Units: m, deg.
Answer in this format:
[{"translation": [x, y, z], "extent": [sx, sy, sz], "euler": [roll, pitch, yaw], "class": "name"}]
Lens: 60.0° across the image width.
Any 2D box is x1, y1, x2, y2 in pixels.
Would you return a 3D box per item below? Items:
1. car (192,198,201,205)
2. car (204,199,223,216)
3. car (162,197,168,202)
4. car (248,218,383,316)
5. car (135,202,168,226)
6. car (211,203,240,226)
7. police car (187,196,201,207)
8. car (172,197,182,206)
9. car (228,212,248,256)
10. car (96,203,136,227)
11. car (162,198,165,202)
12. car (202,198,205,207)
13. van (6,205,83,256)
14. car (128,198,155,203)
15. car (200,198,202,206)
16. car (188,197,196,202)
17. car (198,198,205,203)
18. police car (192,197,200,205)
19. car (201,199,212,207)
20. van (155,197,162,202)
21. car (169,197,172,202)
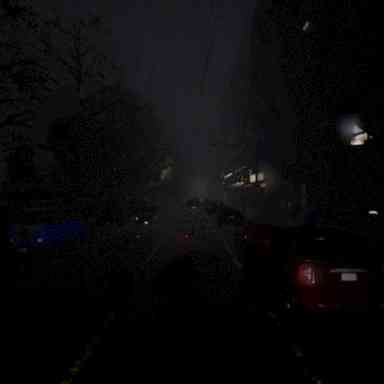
[{"translation": [0.898, 2.013, 70.701], "extent": [1.882, 1.535, 5.008], "euler": [0, 0, 0], "class": "car"}, {"translation": [2.689, 1.695, 35.789], "extent": [1.967, 1.590, 4.097], "euler": [0, 0, 0], "class": "car"}, {"translation": [-5.692, 1.978, 58.309], "extent": [1.887, 1.381, 4.507], "euler": [0, 0, 0], "class": "car"}, {"translation": [2.690, 1.494, 7.639], "extent": [1.967, 1.590, 4.097], "euler": [0, 0, 0], "class": "car"}, {"translation": [-3.102, 1.725, 25.239], "extent": [2.033, 1.411, 5.357], "euler": [0, 0, 0], "class": "car"}, {"translation": [2.689, 1.738, 24.529], "extent": [1.947, 1.339, 4.313], "euler": [0, 0, 0], "class": "car"}, {"translation": [0.442, 1.880, 60.999], "extent": [1.930, 1.638, 5.238], "euler": [0, 0, 12], "class": "police car"}, {"translation": [-3.012, 2.023, 66.407], "extent": [1.812, 1.442, 4.674], "euler": [0, 0, 0], "class": "car"}, {"translation": [2.690, 1.675, 13.268], "extent": [1.802, 1.307, 4.206], "euler": [0, 0, 0], "class": "car"}, {"translation": [-5.691, 1.739, 24.528], "extent": [1.947, 1.339, 4.313], "euler": [0, 0, 0], "class": "car"}, {"translation": [-5.692, 1.970, 52.678], "extent": [1.802, 1.307, 4.206], "euler": [0, 0, 0], "class": "car"}, {"translation": [2.689, 1.869, 47.219], "extent": [1.752, 1.417, 4.829], "euler": [0, 0, 0], "class": "car"}, {"translation": [-5.691, 1.434, 13.269], "extent": [1.690, 1.788, 3.998], "euler": [0, 0, 0], "class": "van"}, {"translation": [-5.691, 1.571, 35.790], "extent": [2.192, 1.841, 5.009], "euler": [0, 0, 0], "class": "car"}, {"translation": [2.688, 1.969, 52.679], "extent": [1.802, 1.307, 4.206], "euler": [0, 0, 0], "class": "car"}, {"translation": [-0.002, 2.098, 94.797], "extent": [2.033, 1.411, 5.357], "euler": [0, -1, 0], "class": "car"}, {"translation": [2.687, 2.264, 92.090], "extent": [1.887, 1.381, 4.507], "euler": [0, -1, 0], "class": "car"}, {"translation": [0.898, 2.011, 76.811], "extent": [1.930, 1.638, 5.238], "euler": [0, 0, 0], "class": "police car"}, {"translation": [2.688, 2.045, 63.941], "extent": [1.947, 1.339, 4.313], "euler": [0, 0, 0], "class": "car"}, {"translation": [-5.692, 1.684, 47.049], "extent": [1.690, 1.788, 3.998], "euler": [0, 0, 0], "class": "van"}, {"translation": [-5.692, 1.794, 63.942], "extent": [2.192, 1.841, 5.009], "euler": [0, 0, 0], "class": "car"}]
